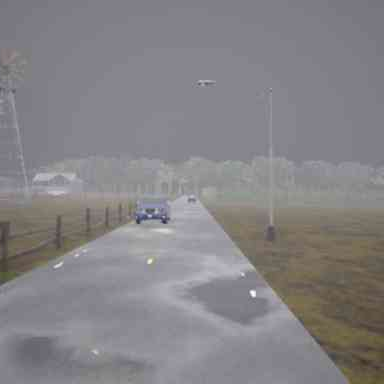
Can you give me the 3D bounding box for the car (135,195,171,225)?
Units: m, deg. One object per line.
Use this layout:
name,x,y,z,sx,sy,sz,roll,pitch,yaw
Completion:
car,-2.769,1.248,24.754,2.150,2.045,5.566,0,0,0

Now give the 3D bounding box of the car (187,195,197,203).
car,0.008,1.488,69.523,1.882,1.535,5.008,0,0,0

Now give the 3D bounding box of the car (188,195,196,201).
car,0.009,1.375,79.941,1.837,1.490,4.892,0,0,0
